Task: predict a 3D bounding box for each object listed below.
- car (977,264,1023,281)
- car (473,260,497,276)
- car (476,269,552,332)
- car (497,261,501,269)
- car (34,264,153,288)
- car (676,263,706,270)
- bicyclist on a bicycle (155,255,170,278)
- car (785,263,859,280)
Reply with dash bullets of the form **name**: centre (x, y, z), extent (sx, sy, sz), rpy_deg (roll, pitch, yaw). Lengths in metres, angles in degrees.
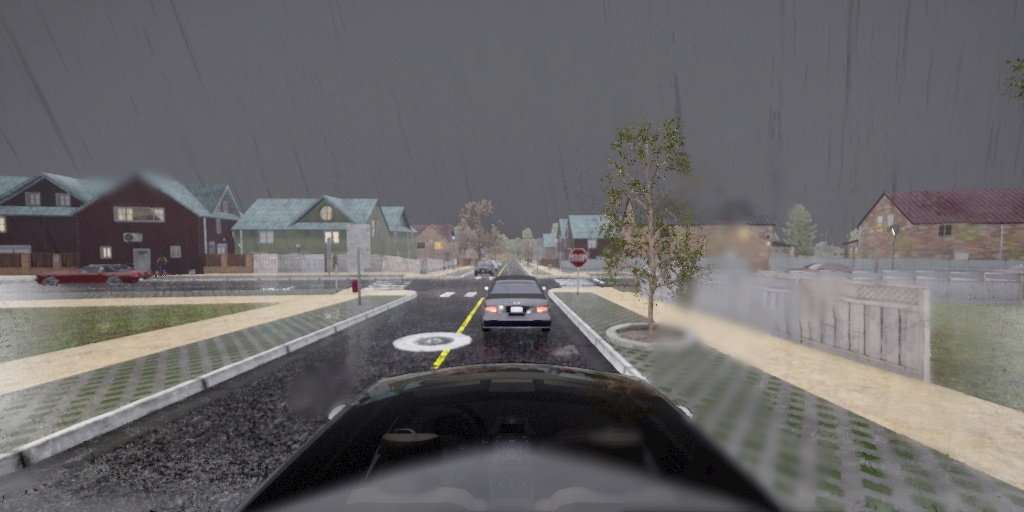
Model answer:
- **car**: centre (35.293, 1.284, 24.350), extent (5.008, 1.535, 1.882), rpy_deg (0, 3, 13)
- **car**: centre (-2.847, 1.251, 37.449), extent (1.837, 1.490, 4.892), rpy_deg (0, 0, 0)
- **car**: centre (0.103, 1.287, 10.820), extent (2.033, 1.411, 5.357), rpy_deg (0, 0, 0)
- **car**: centre (-2.840, 1.290, 47.632), extent (1.812, 1.442, 4.674), rpy_deg (0, 0, 0)
- **car**: centre (-25.714, 1.184, 22.182), extent (4.718, 1.301, 1.895), rpy_deg (0, 3, -17)
- **car**: centre (12.569, 1.231, 27.133), extent (4.181, 1.385, 1.994), rpy_deg (0, 3, 2)
- **bicyclist on a bicycle**: centre (-24.882, 0.749, 25.543), extent (0.582, 1.620, 1.656), rpy_deg (0, 3, -16)
- **car**: centre (22.795, 1.231, 26.395), extent (4.674, 1.442, 1.812), rpy_deg (0, 3, 6)
